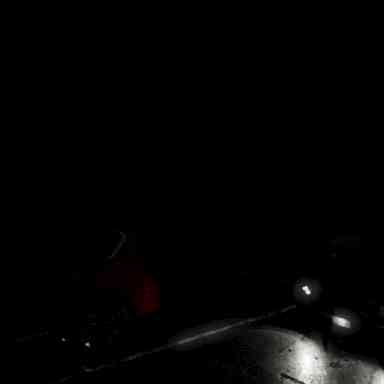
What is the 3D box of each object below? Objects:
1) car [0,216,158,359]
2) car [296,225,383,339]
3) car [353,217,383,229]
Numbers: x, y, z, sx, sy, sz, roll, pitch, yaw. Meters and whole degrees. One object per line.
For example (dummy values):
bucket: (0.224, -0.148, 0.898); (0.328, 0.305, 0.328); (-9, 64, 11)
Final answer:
car: (-2.862, 1.316, 4.490); (5.009, 1.841, 2.192); (0, 0, -36)
car: (4.397, 1.557, 6.522); (5.357, 1.411, 2.033); (0, 0, -36)
car: (6.143, 1.541, 10.924); (4.829, 1.417, 1.752); (0, 1, -34)
